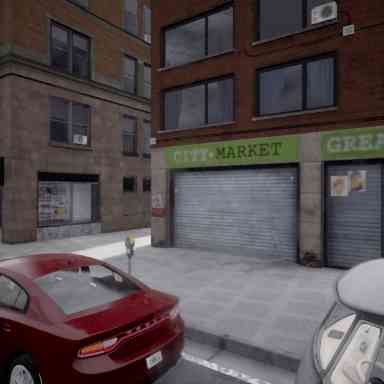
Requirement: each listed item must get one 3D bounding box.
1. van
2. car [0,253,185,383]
[{"bbox_3d":[2.417,1.341,1.352,3.998,1.788,1.690,0,0,35],"label":"van"},{"bbox_3d":[-2.192,1.544,4.639,4.507,1.381,1.887,0,0,35],"label":"car"}]
